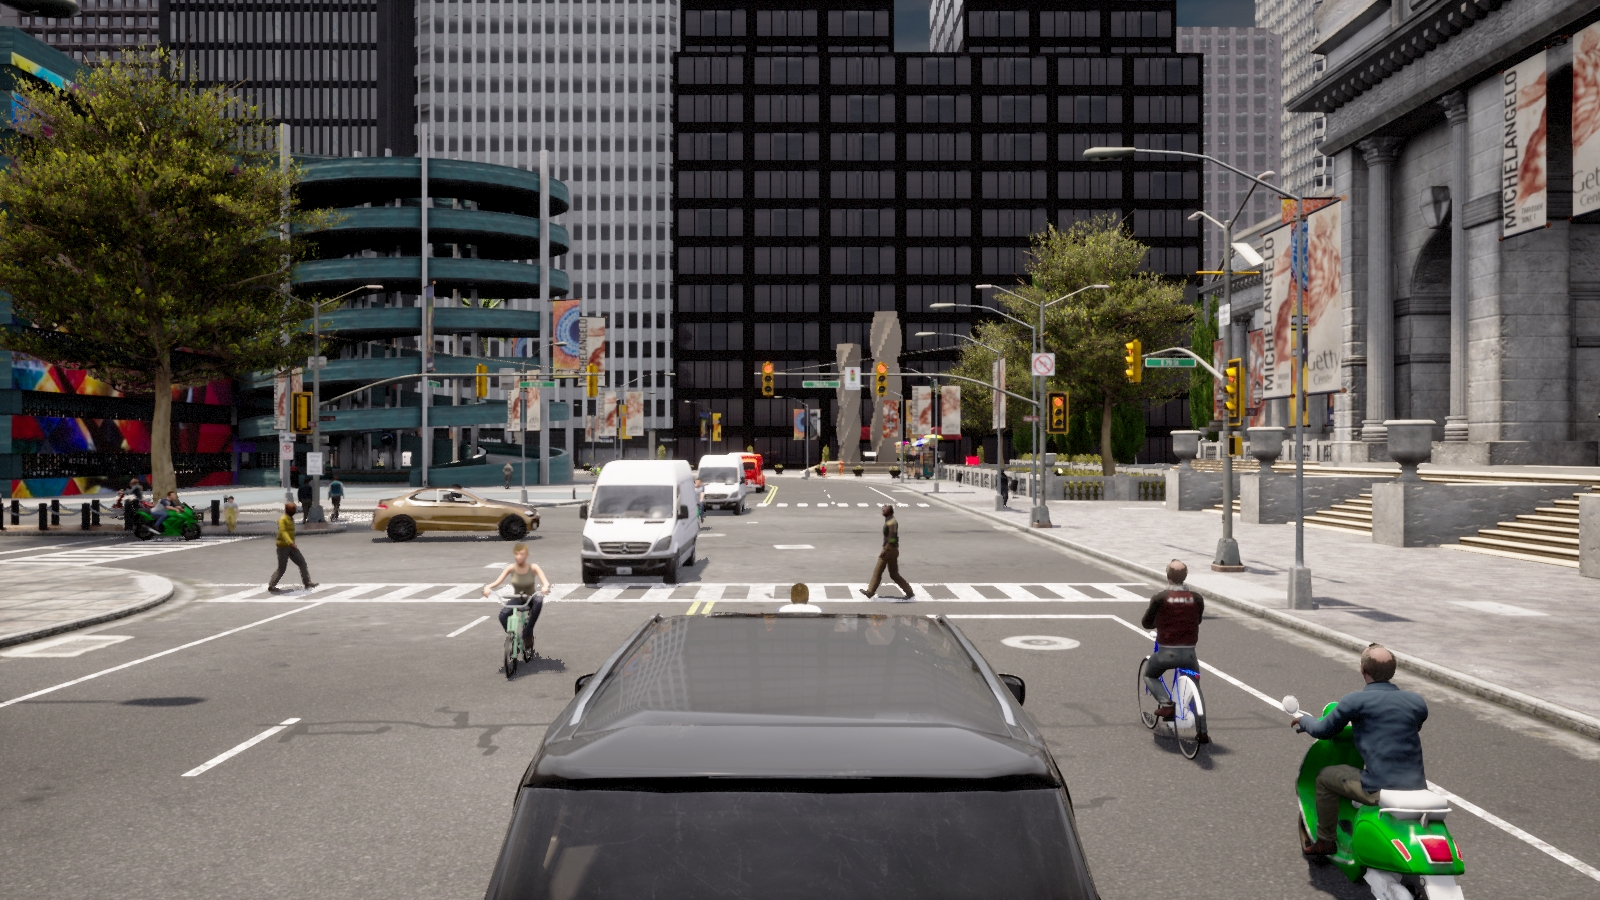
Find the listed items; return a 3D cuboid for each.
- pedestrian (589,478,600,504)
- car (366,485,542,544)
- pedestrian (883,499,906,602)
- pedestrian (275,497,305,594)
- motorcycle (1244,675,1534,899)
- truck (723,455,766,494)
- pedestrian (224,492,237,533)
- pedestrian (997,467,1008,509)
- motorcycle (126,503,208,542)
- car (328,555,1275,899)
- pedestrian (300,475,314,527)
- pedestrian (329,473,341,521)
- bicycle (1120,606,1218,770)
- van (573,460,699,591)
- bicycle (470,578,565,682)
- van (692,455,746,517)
[{"bbox_3d":[-10.527,2.106,58.564,0.375,1.300,0.375,0,0,29],"label":"pedestrian"},{"bbox_3d":[-10.690,1.977,35.681,5.027,1.651,2.152,0,0,-10],"label":"car"},{"bbox_3d":[1.744,1.841,21.029,0.375,1.860,0.375,0,0,-2],"label":"pedestrian"},{"bbox_3d":[-9.871,1.840,22.120,0.375,1.860,0.375,0,0,8],"label":"pedestrian"},{"bbox_3d":[3.509,2.179,7.029,0.856,1.236,1.805,0,0,0],"label":"motorcycle"},{"bbox_3d":[-3.577,1.543,74.776,2.627,2.467,5.204,0,0,-1],"label":"truck"},{"bbox_3d":[-18.413,2.027,36.961,0.375,1.300,0.375,0,0,-26],"label":"pedestrian"},{"bbox_3d":[9.048,1.676,50.976,0.375,1.860,0.375,0,0,-12],"label":"pedestrian"},{"bbox_3d":[-19.297,2.199,34.856,2.033,1.145,0.803,0,0,-1],"label":"motorcycle"},{"bbox_3d":[0.021,1.777,5.375,2.150,2.045,5.566,0,0,0],"label":"car"},{"bbox_3d":[-17.770,1.832,41.172,0.375,1.860,0.375,0,0,-10],"label":"pedestrian"},{"bbox_3d":[-18.092,1.831,44.452,0.375,1.860,0.375,0,0,-8],"label":"pedestrian"},{"bbox_3d":[3.482,2.205,10.903,0.329,1.171,1.835,0,0,0],"label":"bicycle"},{"bbox_3d":[-3.514,1.524,25.669,1.988,2.561,5.915,0,0,0],"label":"van"},{"bbox_3d":[-3.552,2.250,14.496,0.859,1.080,1.487,0,0,-1],"label":"bicycle"},{"bbox_3d":[-3.519,1.514,50.558,1.988,2.561,5.915,0,0,0],"label":"van"}]
